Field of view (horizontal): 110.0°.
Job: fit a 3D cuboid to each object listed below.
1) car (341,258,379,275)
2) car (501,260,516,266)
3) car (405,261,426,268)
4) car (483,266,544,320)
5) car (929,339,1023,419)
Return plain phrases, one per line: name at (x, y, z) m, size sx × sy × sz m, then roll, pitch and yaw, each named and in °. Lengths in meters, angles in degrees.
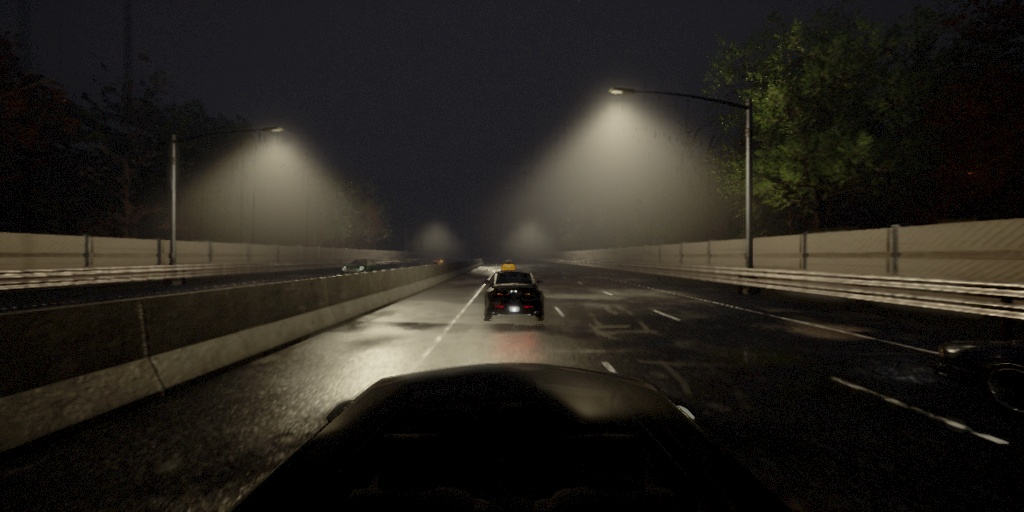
car at (-14.418, 1.111, 34.288) m, size 2.097 × 1.767 × 4.553 m, roll 0°, pitch 0°, yaw -1°
car at (-0.429, 1.222, 43.986) m, size 1.801 × 1.575 × 5.366 m, roll 0°, pitch 0°, yaw -1°
car at (-11.064, 1.327, 41.634) m, size 1.994 × 1.385 × 4.181 m, roll 0°, pitch 0°, yaw -1°
car at (0.054, 1.259, 12.562) m, size 1.837 × 1.490 × 4.892 m, roll 0°, pitch 0°, yaw 0°
car at (7.099, 1.296, 2.765) m, size 2.033 × 1.411 × 5.357 m, roll 0°, pitch 0°, yaw 0°
